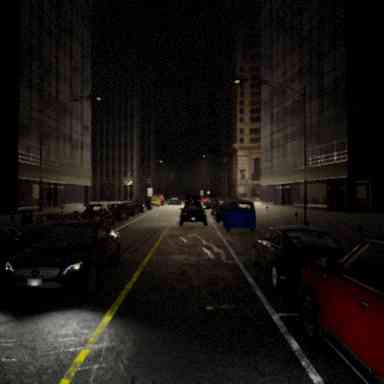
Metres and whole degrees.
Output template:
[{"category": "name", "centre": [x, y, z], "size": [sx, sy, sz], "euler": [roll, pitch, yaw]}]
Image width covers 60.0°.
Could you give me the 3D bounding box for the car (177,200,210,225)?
[{"category": "car", "centre": [0.089, 1.535, 23.830], "size": [1.812, 1.442, 4.674], "euler": [0, 0, 0]}]

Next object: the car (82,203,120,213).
[{"category": "car", "centre": [-5.855, 1.444, 19.684], "size": [1.967, 1.590, 4.097], "euler": [1, 0, 0]}]

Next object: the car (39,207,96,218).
[{"category": "car", "centre": [-5.854, 1.550, 14.224], "size": [2.008, 1.369, 4.403], "euler": [1, 0, 0]}]

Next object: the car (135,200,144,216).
[{"category": "car", "centre": [-5.862, 1.604, 30.602], "size": [1.802, 1.307, 4.206], "euler": [1, 0, 0]}]

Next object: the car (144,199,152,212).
[{"category": "car", "centre": [-5.863, 1.586, 36.061], "size": [2.008, 1.369, 4.403], "euler": [1, 0, 0]}]

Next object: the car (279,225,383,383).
[{"category": "car", "centre": [2.678, 1.314, 3.301], "size": [2.192, 1.841, 5.009], "euler": [1, 0, 0]}]

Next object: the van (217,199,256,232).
[{"category": "van", "centre": [2.670, 1.345, 19.682], "size": [1.690, 1.788, 3.998], "euler": [1, 0, 0]}]

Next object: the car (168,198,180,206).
[{"category": "car", "centre": [-3.031, 1.691, 59.011], "size": [1.994, 1.385, 4.181], "euler": [0, 0, 0]}]

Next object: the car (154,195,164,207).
[{"category": "car", "centre": [-5.870, 1.620, 52.268], "size": [1.752, 1.417, 4.829], "euler": [0, 0, 0]}]

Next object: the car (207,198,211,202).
[{"category": "car", "centre": [2.664, 1.567, 30.601], "size": [1.887, 1.381, 4.507], "euler": [1, 0, 0]}]

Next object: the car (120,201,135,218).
[{"category": "car", "centre": [-5.859, 1.556, 25.143], "size": [1.887, 1.381, 4.507], "euler": [1, 0, 0]}]

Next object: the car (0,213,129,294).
[{"category": "car", "centre": [-3.105, 1.524, 8.892], "size": [1.812, 1.442, 4.674], "euler": [0, 0, 0]}]

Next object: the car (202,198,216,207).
[{"category": "car", "centre": [2.654, 1.641, 52.439], "size": [1.887, 1.381, 4.507], "euler": [0, 0, 0]}]

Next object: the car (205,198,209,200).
[{"category": "car", "centre": [2.658, 1.635, 41.520], "size": [1.802, 1.307, 4.206], "euler": [0, 0, 0]}]

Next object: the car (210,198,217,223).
[{"category": "car", "centre": [2.667, 1.452, 25.141], "size": [1.967, 1.590, 4.097], "euler": [1, 0, 0]}]

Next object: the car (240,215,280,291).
[{"category": "car", "centre": [2.673, 1.549, 8.761], "size": [2.008, 1.369, 4.403], "euler": [1, 0, 0]}]

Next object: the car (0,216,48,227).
[{"category": "car", "centre": [-5.852, 1.549, 8.765], "size": [2.008, 1.369, 4.403], "euler": [1, 0, 0]}]

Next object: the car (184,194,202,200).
[{"category": "car", "centre": [0.085, 1.284, 44.492], "size": [2.150, 2.045, 5.566], "euler": [0, 0, 0]}]

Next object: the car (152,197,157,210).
[{"category": "car", "centre": [-5.866, 1.618, 41.520], "size": [1.947, 1.339, 4.313], "euler": [1, 0, 0]}]
